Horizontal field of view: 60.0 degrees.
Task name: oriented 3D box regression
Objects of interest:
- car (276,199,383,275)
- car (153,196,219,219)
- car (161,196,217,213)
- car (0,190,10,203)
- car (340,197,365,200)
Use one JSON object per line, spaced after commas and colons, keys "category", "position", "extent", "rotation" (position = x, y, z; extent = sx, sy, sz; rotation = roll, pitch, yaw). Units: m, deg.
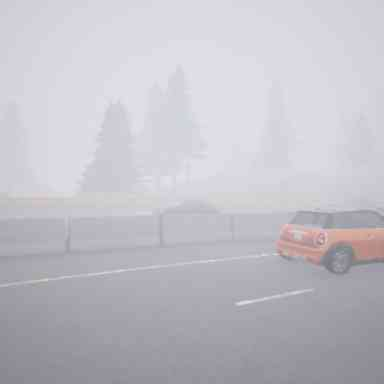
{"category": "car", "position": [4.907, 1.261, 10.149], "extent": [4.553, 1.767, 2.097], "rotation": [0, 1, -24]}
{"category": "car", "position": [-0.403, 1.221, 23.184], "extent": [4.674, 1.442, 1.812], "rotation": [0, 1, -22]}
{"category": "car", "position": [-0.287, 1.102, 30.922], "extent": [4.892, 1.490, 1.837], "rotation": [0, 0, -20]}
{"category": "car", "position": [-23.750, 0.536, 38.984], "extent": [2.097, 1.767, 4.553], "rotation": [1, 1, 17]}
{"category": "car", "position": [16.757, 1.232, 34.944], "extent": [5.357, 1.411, 2.033], "rotation": [0, 1, -5]}
